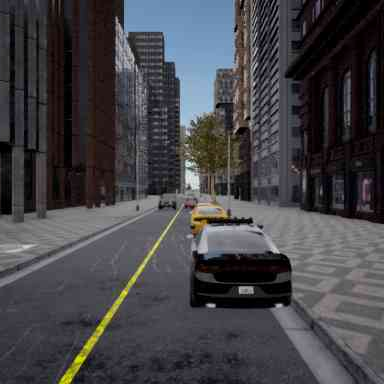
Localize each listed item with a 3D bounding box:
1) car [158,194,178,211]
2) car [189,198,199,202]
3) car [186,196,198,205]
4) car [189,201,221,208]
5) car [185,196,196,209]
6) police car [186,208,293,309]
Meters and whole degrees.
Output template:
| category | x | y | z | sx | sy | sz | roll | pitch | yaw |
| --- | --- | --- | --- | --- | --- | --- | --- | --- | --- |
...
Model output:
| category | x | y | z | sx | sy | sz | roll | pitch | yaw |
| --- | --- | --- | --- | --- | --- | --- | --- | --- | --- |
| car | -3.004 | 1.220 | 41.861 | 2.150 | 2.045 | 5.566 | 0 | 0 | 0 |
| car | 0.897 | 1.455 | 24.189 | 1.801 | 1.575 | 5.366 | 0 | 0 | 0 |
| car | -0.006 | 1.475 | 58.551 | 1.882 | 1.535 | 5.008 | 0 | 0 | 0 |
| car | 0.898 | 1.477 | 17.998 | 1.882 | 1.535 | 5.008 | 0 | 0 | 0 |
| car | 0.015 | 1.562 | 45.944 | 1.994 | 1.385 | 4.181 | 0 | 0 | 1 |
| police car | 0.899 | 1.425 | 8.108 | 1.930 | 1.638 | 5.238 | 0 | 0 | 0 |
